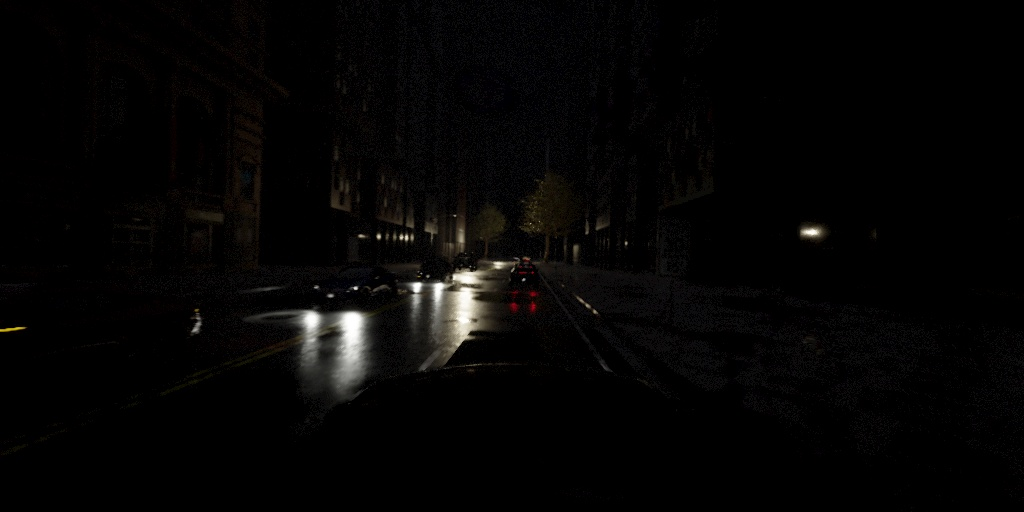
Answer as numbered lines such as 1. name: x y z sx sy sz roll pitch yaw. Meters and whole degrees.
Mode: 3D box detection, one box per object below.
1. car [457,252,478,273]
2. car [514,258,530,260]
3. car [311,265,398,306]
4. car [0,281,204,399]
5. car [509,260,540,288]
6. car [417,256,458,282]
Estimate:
1. car: -5.037 0.605 39.314 2.150 2.045 5.566 2 0 2
2. car: 1.614 1.304 43.298 2.033 1.411 5.357 2 0 2
3. car: -6.159 1.091 14.692 1.812 1.442 4.674 2 0 2
4. car: -6.572 1.088 4.629 1.812 1.442 4.674 2 0 2
5. car: 0.843 1.248 24.394 2.128 1.511 4.902 2 0 2
6. car: -5.644 1.068 26.929 1.837 1.490 4.892 2 2 3
